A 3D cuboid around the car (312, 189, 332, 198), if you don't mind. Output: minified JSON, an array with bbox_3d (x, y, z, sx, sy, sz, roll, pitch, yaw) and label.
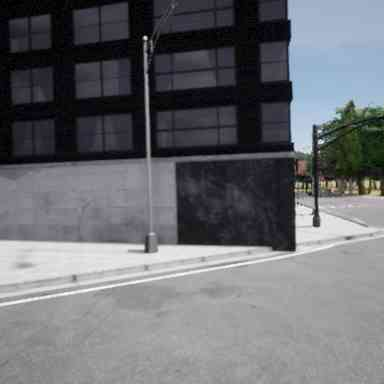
[{"bbox_3d":[29.615,0.555,75.990,2.033,1.411,5.357,-1,0,10],"label":"car"}]

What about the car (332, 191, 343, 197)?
[{"bbox_3d":[32.882,0.483,75.818,1.994,1.385,4.181,-1,0,10],"label":"car"}]

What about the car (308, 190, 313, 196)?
[{"bbox_3d":[31.371,0.249,86.261,1.882,1.535,5.008,-1,0,10],"label":"car"}]

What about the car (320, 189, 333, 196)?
[{"bbox_3d":[34.565,0.046,85.681,2.097,1.767,4.553,-1,0,10],"label":"car"}]
